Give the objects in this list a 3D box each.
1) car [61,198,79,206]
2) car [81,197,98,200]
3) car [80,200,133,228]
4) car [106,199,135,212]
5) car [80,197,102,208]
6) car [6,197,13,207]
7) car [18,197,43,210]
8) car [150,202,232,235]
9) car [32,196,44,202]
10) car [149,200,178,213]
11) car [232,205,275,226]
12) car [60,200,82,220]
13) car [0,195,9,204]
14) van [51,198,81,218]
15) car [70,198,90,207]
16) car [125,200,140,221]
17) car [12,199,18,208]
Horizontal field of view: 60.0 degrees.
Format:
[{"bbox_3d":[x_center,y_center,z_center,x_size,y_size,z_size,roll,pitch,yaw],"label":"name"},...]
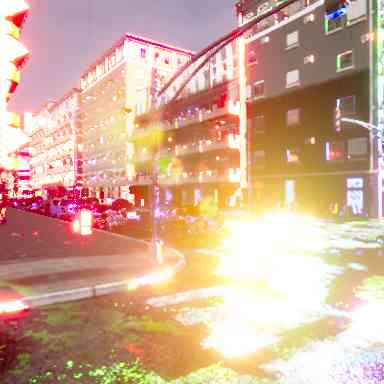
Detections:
[{"bbox_3d":[-22.034,1.747,60.059,2.008,1.369,4.403,-1,0,-36],"label":"car"},{"bbox_3d":[-11.899,1.528,36.101,2.097,1.767,4.553,-1,0,-36],"label":"car"},{"bbox_3d":[-6.189,1.604,23.729,1.967,1.590,4.097,-1,0,-36],"label":"car"},{"bbox_3d":[-9.093,1.683,42.098,2.008,1.369,4.403,-1,0,-36],"label":"car"},{"bbox_3d":[-15.565,1.603,51.077,1.967,1.590,4.097,-1,0,-36],"label":"car"},{"bbox_3d":[-32.068,1.835,59.651,1.887,1.381,4.507,-1,0,-36],"label":"car"},{"bbox_3d":[-22.364,1.680,46.180,1.967,1.590,4.097,-1,0,-36],"label":"car"},{"bbox_3d":[-0.202,1.615,19.854,2.128,1.511,4.902,-1,0,-36],"label":"car"},{"bbox_3d":[-38.209,1.830,82.510,1.887,1.381,4.507,-1,0,-36],"label":"car"},{"bbox_3d":[-2.624,1.542,33.116,1.967,1.590,4.097,-1,0,-36],"label":"car"},{"bbox_3d":[3.747,1.599,24.275,1.752,1.417,4.829,-1,0,-36],"label":"car"},{"bbox_3d":[-9.323,1.704,28.081,1.752,1.417,4.829,-1,0,-36],"label":"car"},{"bbox_3d":[-41.776,1.659,73.121,2.192,1.841,5.009,-1,0,-36],"label":"car"},{"bbox_3d":[-12.660,1.535,32.708,1.690,1.788,3.998,-1,0,-36],"label":"van"},{"bbox_3d":[-18.799,1.745,55.568,1.947,1.339,4.313,-1,0,-36],"label":"car"},{"bbox_3d":[-6.064,1.675,27.988,1.812,1.442,4.674,-1,0,-36],"label":"car"},{"bbox_3d":[-25.598,1.822,50.670,1.947,1.339,4.313,-1,0,-36],"label":"car"}]
